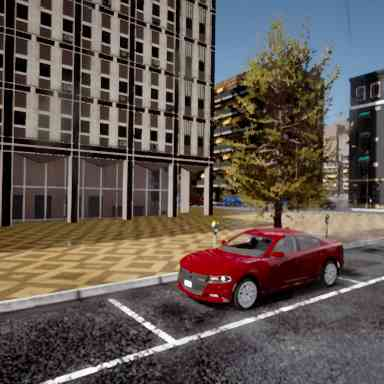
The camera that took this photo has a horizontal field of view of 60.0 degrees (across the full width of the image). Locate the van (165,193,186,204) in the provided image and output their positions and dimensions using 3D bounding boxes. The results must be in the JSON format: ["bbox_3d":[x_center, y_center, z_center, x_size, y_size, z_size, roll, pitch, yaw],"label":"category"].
[{"bbox_3d":[-2.951,1.137,57.468,1.690,1.788,3.998,1,-1,-36],"label":"van"}]

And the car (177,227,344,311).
[{"bbox_3d":[1.753,1.546,7.810,4.507,1.381,1.887,0,1,-36],"label":"car"}]

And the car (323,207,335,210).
[{"bbox_3d":[17.010,1.579,44.090,1.947,1.339,4.313,2,-1,-36],"label":"car"}]

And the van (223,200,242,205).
[{"bbox_3d":[7.138,1.308,57.798,1.690,1.788,3.998,1,-1,-36],"label":"van"}]

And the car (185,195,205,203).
[{"bbox_3d":[0.553,1.379,66.935,1.967,1.590,4.097,1,-1,-36],"label":"car"}]

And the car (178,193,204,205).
[{"bbox_3d":[0.342,1.125,52.900,2.192,1.841,5.009,2,-1,-36],"label":"car"}]
